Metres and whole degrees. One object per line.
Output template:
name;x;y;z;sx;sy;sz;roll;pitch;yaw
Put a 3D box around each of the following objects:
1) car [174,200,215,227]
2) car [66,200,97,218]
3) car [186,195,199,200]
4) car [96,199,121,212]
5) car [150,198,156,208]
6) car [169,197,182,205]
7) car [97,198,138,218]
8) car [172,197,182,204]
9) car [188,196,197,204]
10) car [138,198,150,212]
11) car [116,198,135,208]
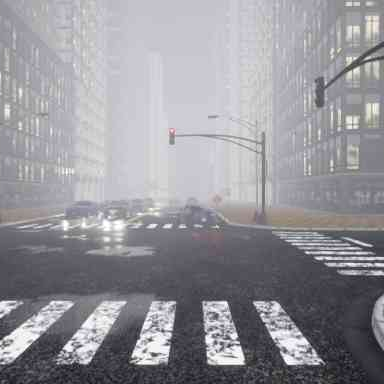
car;0.245;1.539;22.603;1.812;1.442;4.674;-1;0;-13
car;-9.863;1.503;30.395;1.882;1.535;5.008;0;0;0
car;0.084;1.559;54.343;1.882;1.535;5.008;0;0;0
car;-9.861;1.607;39.528;1.994;1.385;4.181;0;0;0
car;-6.609;1.594;49.721;1.812;1.442;4.674;0;0;0
car;-3.169;1.592;60.025;2.128;1.511;4.902;0;0;0
car;-6.609;1.517;30.147;2.128;1.511;4.902;0;0;0
car;-3.202;1.703;70.353;1.994;1.385;4.181;0;0;0
car;0.049;1.645;70.396;1.837;1.490;4.892;0;0;0
car;-6.611;1.521;39.674;1.882;1.535;5.008;0;0;0
car;-9.854;1.631;49.452;1.994;1.385;4.181;0;0;0
